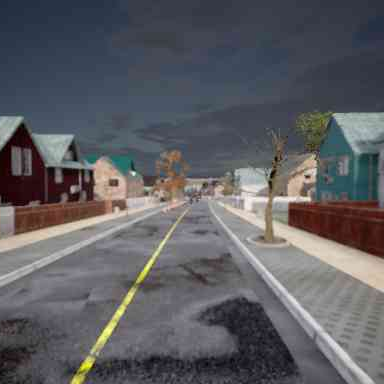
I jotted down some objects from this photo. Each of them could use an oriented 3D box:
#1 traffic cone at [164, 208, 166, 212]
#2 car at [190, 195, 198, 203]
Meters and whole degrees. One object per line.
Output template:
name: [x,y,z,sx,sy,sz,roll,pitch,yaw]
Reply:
traffic cone: [-3.289,2.119,40.420,0.340,0.580,0.340,0,0,2]
car: [0.546,1.774,87.325,2.150,2.045,5.566,0,-1,1]
